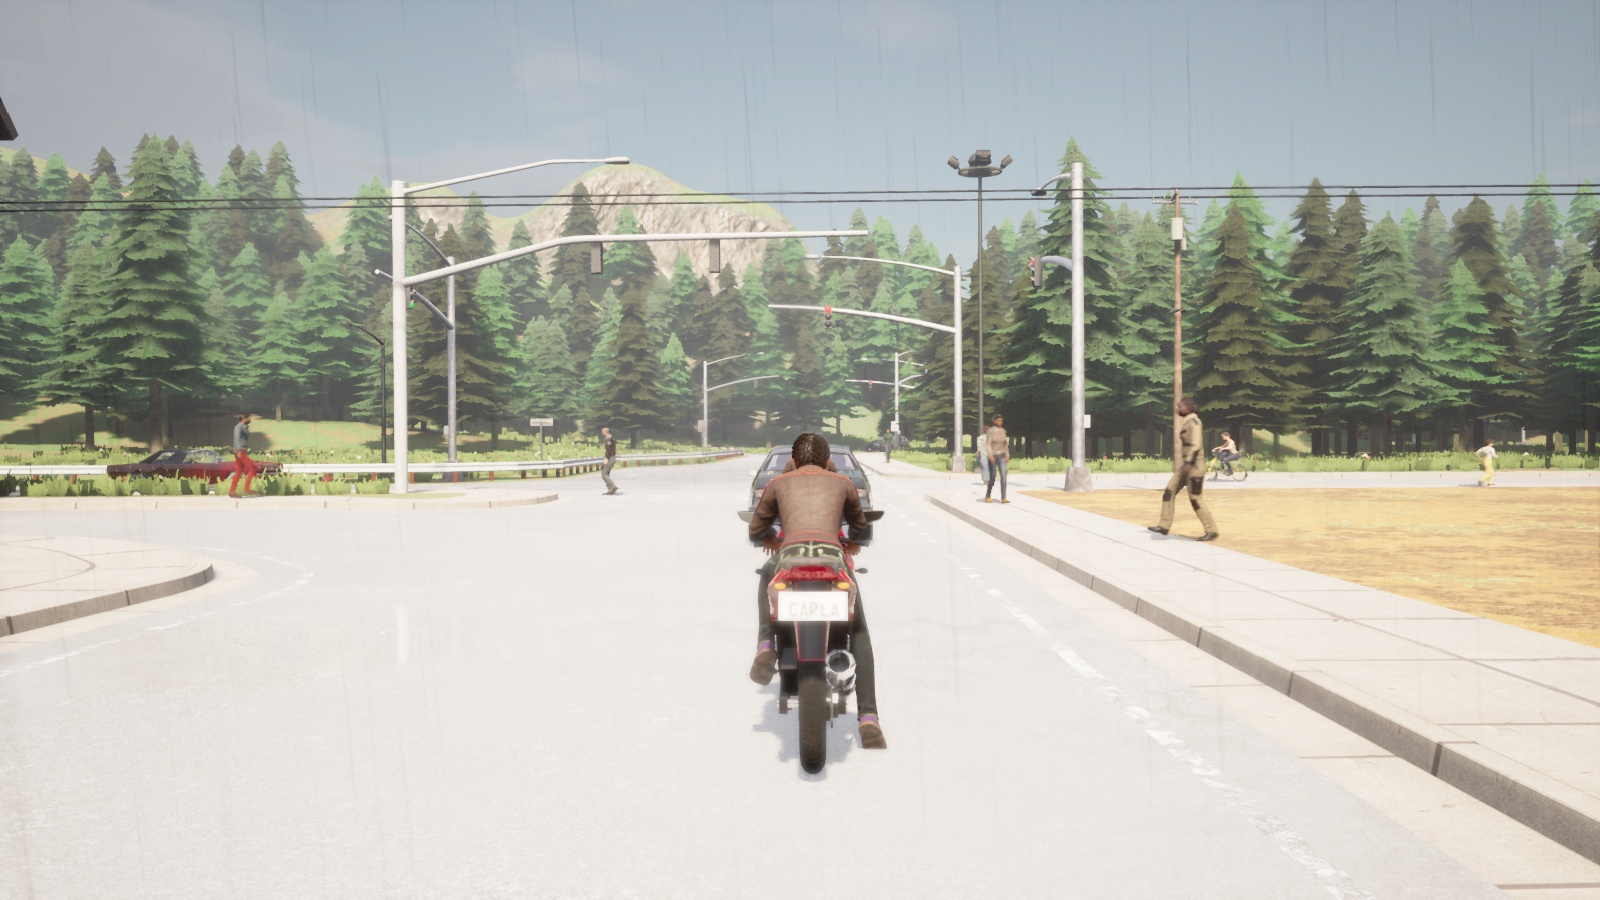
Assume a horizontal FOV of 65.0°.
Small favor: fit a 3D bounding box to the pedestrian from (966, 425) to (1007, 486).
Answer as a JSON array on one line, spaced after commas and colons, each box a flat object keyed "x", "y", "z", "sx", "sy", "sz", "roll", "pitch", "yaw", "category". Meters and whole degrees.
[{"x": 5.746, "y": 0.162, "z": 38.668, "sx": 0.874, "sy": 1.855, "sz": 0.900, "roll": -1, "pitch": 1, "yaw": -36, "category": "pedestrian"}]

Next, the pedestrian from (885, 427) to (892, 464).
[{"x": 4.477, "y": -0.239, "z": 63.817, "sx": 0.353, "sy": 1.847, "sz": 0.614, "roll": 0, "pitch": 1, "yaw": 4, "category": "pedestrian"}]

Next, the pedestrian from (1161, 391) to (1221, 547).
[{"x": 4.916, "y": 0.232, "z": 15.814, "sx": 0.692, "sy": 1.930, "sz": 0.396, "roll": 0, "pitch": 1, "yaw": 13, "category": "pedestrian"}]

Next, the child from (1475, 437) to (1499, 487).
[{"x": 17.344, "y": 0.299, "z": 31.705, "sx": 0.437, "sy": 1.263, "sz": 0.270, "roll": 0, "pitch": 1, "yaw": -7, "category": "child"}]

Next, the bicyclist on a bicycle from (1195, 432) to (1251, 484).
[{"x": 13.585, "y": 0.249, "z": 40.355, "sx": 1.509, "sy": 1.612, "sz": 0.866, "roll": -1, "pitch": 1, "yaw": 1, "category": "bicyclist on a bicycle"}]

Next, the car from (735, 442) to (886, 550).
[{"x": 0.165, "y": 0.601, "z": 19.547, "sx": 2.033, "sy": 1.411, "sz": 5.357, "roll": 0, "pitch": 1, "yaw": 1, "category": "car"}]

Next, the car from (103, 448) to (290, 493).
[{"x": -18.042, "y": 0.596, "z": 37.681, "sx": 4.718, "sy": 1.301, "sz": 1.895, "roll": 0, "pitch": 1, "yaw": 1, "category": "car"}]

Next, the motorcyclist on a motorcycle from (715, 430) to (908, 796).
[{"x": 0.057, "y": 0.671, "z": 6.254, "sx": 0.797, "sy": 1.523, "sz": 2.044, "roll": 0, "pitch": 1, "yaw": 0, "category": "motorcyclist on a motorcycle"}]

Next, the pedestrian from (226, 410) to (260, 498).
[{"x": -11.888, "y": 0.084, "z": 26.810, "sx": 0.614, "sy": 1.847, "sz": 0.353, "roll": 0, "pitch": 1, "yaw": -18, "category": "pedestrian"}]

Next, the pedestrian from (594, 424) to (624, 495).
[{"x": -4.996, "y": 0.253, "z": 32.888, "sx": 0.720, "sy": 1.854, "sz": 0.376, "roll": 0, "pitch": 1, "yaw": -3, "category": "pedestrian"}]

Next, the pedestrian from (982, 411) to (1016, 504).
[{"x": 3.928, "y": 0.149, "z": 24.815, "sx": 0.328, "sy": 1.805, "sz": 0.869, "roll": 0, "pitch": 1, "yaw": -15, "category": "pedestrian"}]
